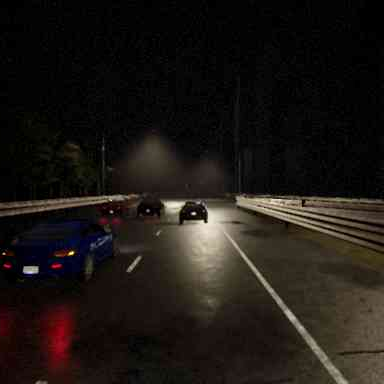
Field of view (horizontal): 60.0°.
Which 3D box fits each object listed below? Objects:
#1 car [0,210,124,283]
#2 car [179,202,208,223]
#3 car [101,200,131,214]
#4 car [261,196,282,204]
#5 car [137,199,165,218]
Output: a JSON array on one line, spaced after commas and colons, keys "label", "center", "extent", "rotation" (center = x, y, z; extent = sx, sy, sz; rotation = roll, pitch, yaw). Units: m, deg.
[{"label": "car", "center": [-3.396, 1.460, 9.317], "extent": [1.812, 1.442, 4.674], "rotation": [0, 0, 0]}, {"label": "car", "center": [0.116, 1.402, 24.022], "extent": [1.994, 1.385, 4.181], "rotation": [0, 0, 0]}, {"label": "car", "center": [-6.889, 1.397, 30.668], "extent": [1.895, 1.301, 4.718], "rotation": [0, 0, 0]}, {"label": "car", "center": [10.310, 1.246, 44.998], "extent": [2.128, 1.511, 4.902], "rotation": [0, 0, -14]}, {"label": "car", "center": [-3.386, 1.290, 28.095], "extent": [1.882, 1.535, 5.008], "rotation": [0, 0, 0]}]
